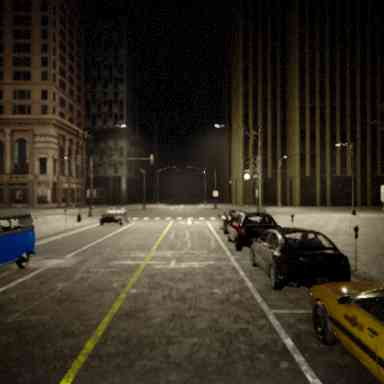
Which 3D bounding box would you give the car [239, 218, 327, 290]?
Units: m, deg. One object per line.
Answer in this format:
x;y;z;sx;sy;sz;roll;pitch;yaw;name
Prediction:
2.700;1.633;9.127;2.008;1.369;4.403;0;-1;0;car

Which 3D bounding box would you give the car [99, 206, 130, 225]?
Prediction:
-5.960;1.809;25.980;2.008;1.369;4.403;0;-1;0;car

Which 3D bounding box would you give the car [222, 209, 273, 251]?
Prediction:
2.654;1.575;14.769;1.967;1.590;4.097;0;-1;0;car

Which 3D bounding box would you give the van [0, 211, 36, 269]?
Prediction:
-5.827;1.442;9.060;1.690;1.788;3.998;0;-1;0;van

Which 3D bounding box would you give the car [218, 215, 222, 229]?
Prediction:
2.610;1.739;20.408;2.008;1.369;4.403;0;-1;0;car

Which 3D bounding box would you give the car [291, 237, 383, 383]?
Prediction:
2.743;1.556;3.657;1.752;1.417;4.829;0;-1;0;car
